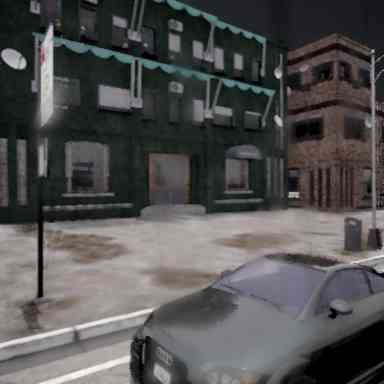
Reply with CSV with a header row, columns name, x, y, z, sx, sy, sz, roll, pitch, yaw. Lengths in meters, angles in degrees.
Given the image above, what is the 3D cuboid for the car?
name,x,y,z,sx,sy,sz,roll,pitch,yaw
car,1.340,1.564,4.333,4.181,1.385,1.994,0,0,-35
